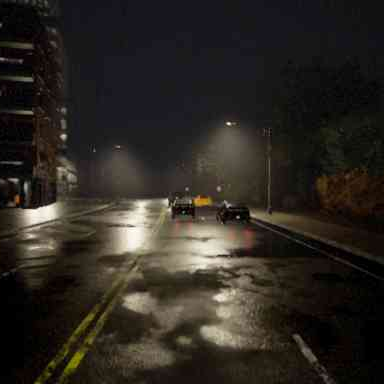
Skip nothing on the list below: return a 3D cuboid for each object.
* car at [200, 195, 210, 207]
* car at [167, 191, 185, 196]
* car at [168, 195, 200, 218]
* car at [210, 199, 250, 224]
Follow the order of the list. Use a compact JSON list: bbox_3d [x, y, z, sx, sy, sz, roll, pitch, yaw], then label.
[{"bbox_3d":[1.382,1.184,42.663,1.882,1.535,5.008,0,0,-5],"label":"car"},{"bbox_3d":[-2.116,0.909,45.271,2.150,2.045,5.566,0,0,-4],"label":"car"},{"bbox_3d":[-0.766,1.308,27.524,2.128,1.511,4.902,0,0,-3],"label":"car"},{"bbox_3d":[2.728,1.338,23.003,2.128,1.511,4.902,0,1,-3],"label":"car"}]
